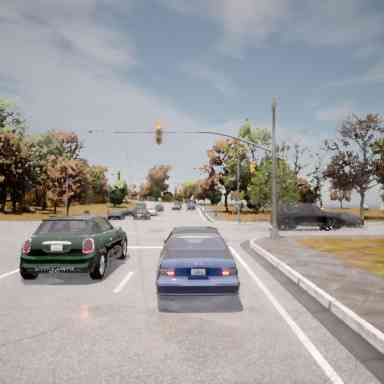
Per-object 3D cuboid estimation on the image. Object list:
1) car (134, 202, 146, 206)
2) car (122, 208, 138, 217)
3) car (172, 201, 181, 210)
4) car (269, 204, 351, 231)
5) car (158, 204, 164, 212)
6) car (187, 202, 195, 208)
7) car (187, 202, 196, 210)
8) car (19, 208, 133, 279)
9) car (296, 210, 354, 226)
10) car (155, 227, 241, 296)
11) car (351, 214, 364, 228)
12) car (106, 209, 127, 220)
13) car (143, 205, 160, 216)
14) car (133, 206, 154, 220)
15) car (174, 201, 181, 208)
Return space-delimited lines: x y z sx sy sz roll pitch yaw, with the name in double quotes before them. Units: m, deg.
"car" -10.644 3.215 68.296 2.150 2.045 5.566 0 0 0
"car" -10.703 3.514 57.539 1.895 1.301 4.718 0 -1 0
"car" -3.662 3.551 77.891 1.895 1.301 4.718 0 0 0
"car" 8.787 1.929 25.725 5.566 2.045 2.150 0 -2 -1
"car" -7.150 3.484 72.091 1.837 1.490 4.892 0 0 0
"car" -0.278 3.319 88.016 1.994 1.385 4.181 0 0 -4
"car" -0.162 3.479 77.833 1.812 1.442 4.674 0 0 0
"car" -3.438 1.488 10.572 2.097 1.767 4.553 0 -1 0
"car" 13.179 2.531 33.186 5.008 1.535 1.882 0 -3 -1
"car" 0.073 1.647 8.955 2.033 1.411 5.357 0 -1 -1
"car" 13.012 2.455 29.691 4.181 1.385 1.994 0 -3 -2
"car" -10.731 3.216 47.662 2.033 1.411 5.357 0 -2 -3
"car" -7.199 3.449 58.262 1.812 1.442 4.674 0 -1 0
"car" -7.190 3.166 47.857 2.128 1.511 4.902 0 -2 1
"car" -3.777 3.263 87.923 1.837 1.490 4.892 0 0 -4
